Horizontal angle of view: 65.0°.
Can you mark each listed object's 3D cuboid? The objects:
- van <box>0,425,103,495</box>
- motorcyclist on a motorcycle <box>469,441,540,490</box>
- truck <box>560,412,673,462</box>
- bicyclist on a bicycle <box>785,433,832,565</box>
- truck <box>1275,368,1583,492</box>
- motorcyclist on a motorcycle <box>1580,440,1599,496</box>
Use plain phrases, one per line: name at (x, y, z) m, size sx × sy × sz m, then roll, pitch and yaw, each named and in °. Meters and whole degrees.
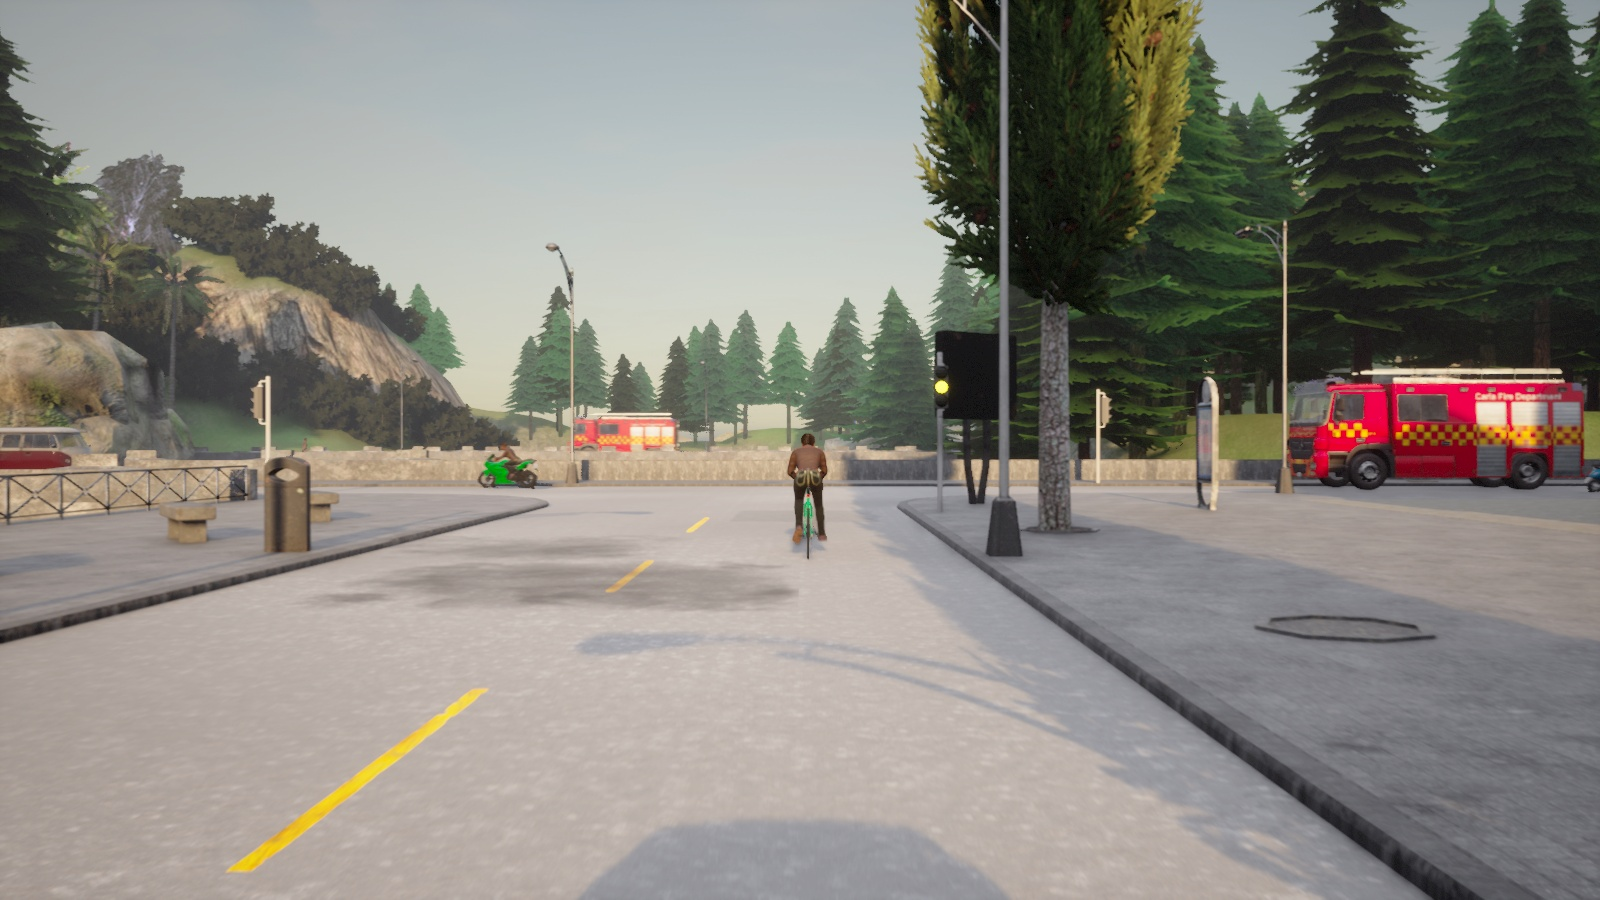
van at (-23.122, 0.273, 36.788) m, size 4.442 × 1.987 × 1.775 m, roll 0°, pitch 0°, yaw 0°
motorcyclist on a motorcycle at (-9.504, 0.493, 40.431) m, size 2.044 × 1.523 × 0.797 m, roll 0°, pitch 2°, yaw 11°
truck at (-14.294, -0.983, 98.248) m, size 8.468 × 3.827 × 2.891 m, roll 0°, pitch 0°, yaw 0°
bicyclist on a bicycle at (0.107, 0.604, 16.547) m, size 0.582 × 1.620 × 1.656 m, roll 0°, pitch 2°, yaw 0°
truck at (20.129, -0.630, 40.520) m, size 8.468 × 3.827 × 2.891 m, roll 0°, pitch 0°, yaw 0°
motorcyclist on a motorcycle at (23.851, 0.513, 36.504) m, size 1.817 × 1.590 × 0.866 m, roll 0°, pitch 0°, yaw 0°
